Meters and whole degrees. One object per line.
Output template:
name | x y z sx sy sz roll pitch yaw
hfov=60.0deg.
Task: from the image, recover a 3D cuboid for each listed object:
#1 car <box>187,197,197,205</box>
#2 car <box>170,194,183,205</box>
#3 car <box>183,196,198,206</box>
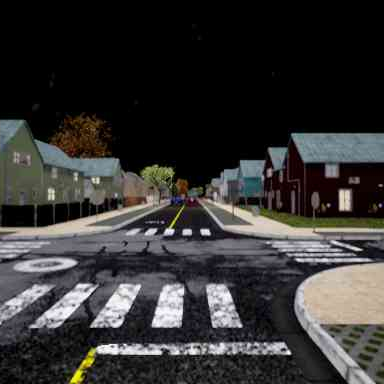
car | 0.017 1.729 66.822 1.812 1.442 4.674 0 0 0
car | -2.734 1.387 60.962 2.150 2.045 5.566 0 0 0
car | 0.014 1.492 56.789 2.097 1.767 4.553 0 0 0
